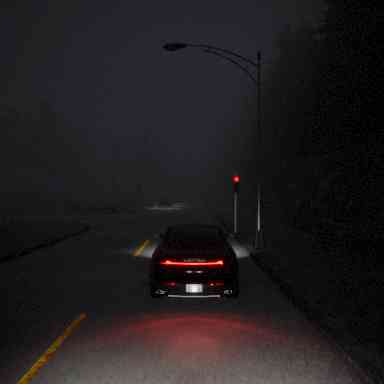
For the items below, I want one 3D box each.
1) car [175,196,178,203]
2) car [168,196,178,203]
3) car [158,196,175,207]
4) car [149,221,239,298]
[{"bbox_3d":[-4.066,1.477,60.553,1.882,1.535,5.008,0,0,0],"label":"car"},{"bbox_3d":[-3.994,1.522,70.755,1.812,1.442,4.674,0,0,0],"label":"car"},{"bbox_3d":[-4.090,1.477,51.207,1.882,1.535,5.008,0,0,0],"label":"car"},{"bbox_3d":[0.059,1.505,8.481,1.837,1.490,4.892,0,0,0],"label":"car"}]
